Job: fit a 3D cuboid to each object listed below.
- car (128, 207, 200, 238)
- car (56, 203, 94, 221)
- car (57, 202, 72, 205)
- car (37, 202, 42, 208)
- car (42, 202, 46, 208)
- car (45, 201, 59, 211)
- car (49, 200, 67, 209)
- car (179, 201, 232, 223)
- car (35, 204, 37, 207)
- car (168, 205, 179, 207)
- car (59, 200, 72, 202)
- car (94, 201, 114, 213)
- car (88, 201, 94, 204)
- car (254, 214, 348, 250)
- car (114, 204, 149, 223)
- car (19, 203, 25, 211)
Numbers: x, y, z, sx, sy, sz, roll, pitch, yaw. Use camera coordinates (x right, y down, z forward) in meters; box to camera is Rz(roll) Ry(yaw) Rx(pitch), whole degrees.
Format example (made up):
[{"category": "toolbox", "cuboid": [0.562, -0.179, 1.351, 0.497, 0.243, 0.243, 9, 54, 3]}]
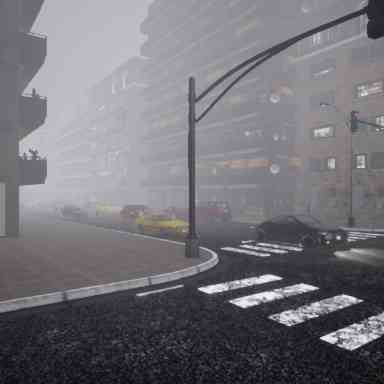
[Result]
[{"category": "car", "cuboid": [-1.823, 1.833, 19.956, 1.752, 1.417, 4.829, -1, 0, -36]}, {"category": "car", "cuboid": [-11.930, 2.163, 33.825, 1.887, 1.381, 4.507, -1, 0, -36]}, {"category": "car", "cuboid": [-15.527, 2.335, 43.230, 2.033, 1.411, 5.357, 0, -1, -36]}, {"category": "car", "cuboid": [-35.243, 3.049, 79.983, 1.887, 1.381, 4.507, -1, 0, -36]}, {"category": "car", "cuboid": [-31.906, 2.973, 75.405, 1.947, 1.339, 4.313, -1, 0, -36]}, {"category": "car", "cuboid": [-25.285, 2.755, 62.001, 1.895, 1.301, 4.718, 0, -1, -36]}, {"category": "car", "cuboid": [-28.577, 2.623, 70.829, 2.192, 1.841, 5.009, -1, 0, -36]}, {"category": "car", "cuboid": [1.444, 1.713, 29.638, 2.192, 1.841, 5.009, -1, 0, -36]}, {"category": "car", "cuboid": [-38.573, 3.168, 84.563, 1.947, 1.339, 4.313, -1, 0, -36]}, {"category": "car", "cuboid": [-1.885, 2.045, 34.214, 1.887, 1.381, 4.507, -1, 0, -36]}, {"category": "car", "cuboid": [-19.603, 2.530, 54.206, 2.033, 1.411, 5.357, 0, -1, -36]}, {"category": "car", "cuboid": [-12.437, 2.290, 49.550, 1.801, 1.575, 5.366, 0, -1, -36]}, {"category": "car", "cuboid": [-16.462, 2.307, 55.009, 2.097, 1.767, 4.553, 0, -1, -36]}, {"category": "car", "cuboid": [4.835, 1.724, 15.246, 1.994, 1.385, 4.181, 0, -1, -36]}, {"category": "car", "cuboid": [-4.386, 1.798, 27.895, 2.097, 1.767, 4.553, 0, -1, -36]}, {"category": "car", "cuboid": [-31.946, 2.770, 61.287, 1.887, 1.381, 4.507, -1, 0, -36]}]
